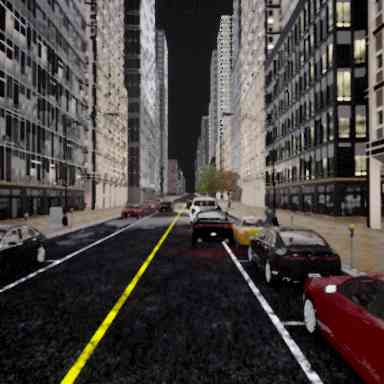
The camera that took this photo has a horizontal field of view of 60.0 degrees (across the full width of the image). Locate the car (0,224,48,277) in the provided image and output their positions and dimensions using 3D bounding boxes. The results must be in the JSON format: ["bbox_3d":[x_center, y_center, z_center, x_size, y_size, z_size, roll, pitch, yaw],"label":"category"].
[{"bbox_3d":[-5.682,1.645,9.534,2.008,1.369,4.403,0,-1,0],"label":"car"}]

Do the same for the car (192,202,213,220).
[{"bbox_3d":[0.907,1.777,32.437,1.882,1.535,5.008,0,0,0],"label":"car"}]

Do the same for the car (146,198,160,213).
[{"bbox_3d":[-5.673,1.834,43.589,1.967,1.590,4.097,0,0,0],"label":"car"}]

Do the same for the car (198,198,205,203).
[{"bbox_3d":[2.719,2.312,94.646,1.887,1.381,4.507,1,0,0],"label":"car"}]

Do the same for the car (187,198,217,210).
[{"bbox_3d":[0.906,1.473,26.469,2.150,2.045,5.566,0,0,0],"label":"car"}]

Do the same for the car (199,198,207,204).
[{"bbox_3d":[2.716,2.258,83.296,1.947,1.339,4.313,1,0,0],"label":"car"}]

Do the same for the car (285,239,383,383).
[{"bbox_3d":[2.697,1.584,3.851,1.887,1.381,4.507,0,-1,0],"label":"car"}]

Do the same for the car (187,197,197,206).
[{"bbox_3d":[0.015,1.935,66.890,2.097,1.767,4.553,0,0,0],"label":"car"}]

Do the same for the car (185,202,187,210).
[{"bbox_3d":[0.012,1.966,51.919,1.837,1.490,4.892,0,0,0],"label":"car"}]

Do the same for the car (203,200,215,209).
[{"bbox_3d":[2.709,2.066,54.922,1.802,1.307,4.206,0,0,0],"label":"car"}]

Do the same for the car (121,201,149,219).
[{"bbox_3d":[-5.677,1.843,32.236,1.887,1.381,4.507,0,-1,0],"label":"car"}]

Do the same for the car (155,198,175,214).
[{"bbox_3d":[-3.081,1.878,41.337,1.837,1.490,4.892,0,0,0],"label":"car"}]

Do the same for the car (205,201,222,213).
[{"bbox_3d":[2.706,1.959,43.574,1.947,1.339,4.313,0,0,0],"label":"car"}]

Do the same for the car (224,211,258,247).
[{"bbox_3d":[2.700,1.673,15.371,1.752,1.417,4.829,0,-1,0],"label":"car"}]

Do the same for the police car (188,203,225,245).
[{"bbox_3d":[0.904,1.584,16.548,1.930,1.638,5.238,0,-1,0],"label":"police car"}]

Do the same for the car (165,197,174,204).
[{"bbox_3d":[-5.663,2.133,83.317,1.967,1.590,4.097,1,0,0],"label":"car"}]

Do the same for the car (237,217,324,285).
[{"bbox_3d":[2.698,1.644,9.525,2.008,1.369,4.403,0,-1,0],"label":"car"}]

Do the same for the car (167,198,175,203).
[{"bbox_3d":[-5.663,2.255,88.822,1.752,1.417,4.829,1,0,0],"label":"car"}]

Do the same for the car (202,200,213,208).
[{"bbox_3d":[2.711,2.110,60.597,1.802,1.307,4.206,1,0,0],"label":"car"}]

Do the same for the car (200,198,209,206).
[{"bbox_3d":[2.714,2.139,72.117,1.752,1.417,4.829,1,0,0],"label":"car"}]
